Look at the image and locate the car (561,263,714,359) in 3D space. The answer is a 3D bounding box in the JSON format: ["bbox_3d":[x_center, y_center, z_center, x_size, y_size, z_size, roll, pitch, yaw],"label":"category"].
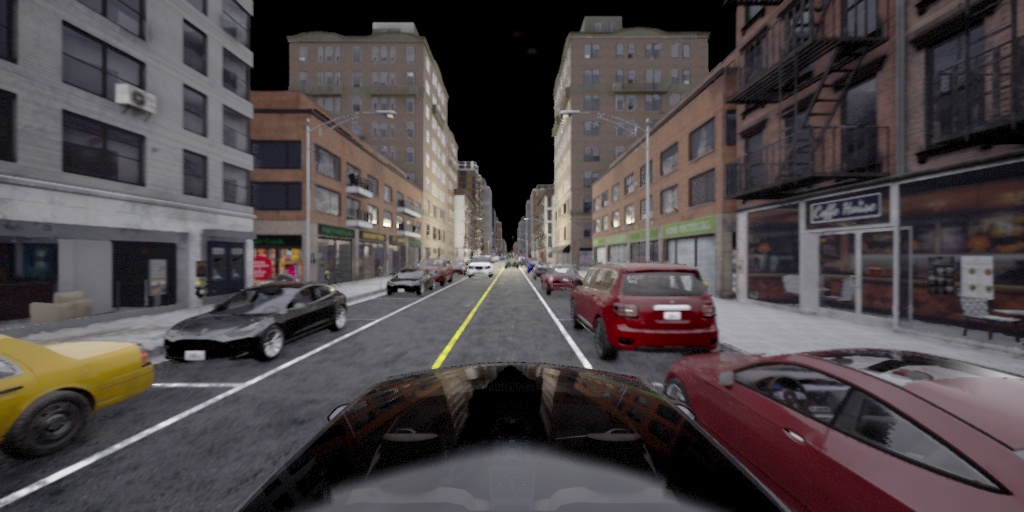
[{"bbox_3d":[2.635,1.063,8.284,2.192,1.841,5.009,0,0,0],"label":"car"}]

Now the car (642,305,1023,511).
[{"bbox_3d":[2.637,1.332,2.603,1.802,1.307,4.207,0,0,0],"label":"car"}]

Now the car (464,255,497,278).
[{"bbox_3d":[-2.857,0.957,33.814,2.150,2.045,5.566,0,0,0],"label":"car"}]

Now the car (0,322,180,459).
[{"bbox_3d":[-5.388,1.275,2.424,1.751,1.417,4.829,0,0,0],"label":"car"}]

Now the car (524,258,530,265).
[{"bbox_3d":[2.736,1.213,42.724,1.882,1.535,5.008,0,0,0],"label":"car"}]

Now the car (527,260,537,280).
[{"bbox_3d":[2.628,1.290,31.009,2.007,1.370,4.403,0,0,0],"label":"car"}]

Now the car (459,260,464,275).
[{"bbox_3d":[-5.399,1.176,36.685,1.967,1.591,4.097,0,0,0],"label":"car"}]

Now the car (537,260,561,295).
[{"bbox_3d":[2.631,1.183,19.647,1.967,1.591,4.097,0,0,0],"label":"car"}]

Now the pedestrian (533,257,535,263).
[{"bbox_3d":[2.735,1.027,45.729,0.375,1.860,0.375,0,0,-10],"label":"pedestrian"}]

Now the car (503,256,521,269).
[{"bbox_3d":[-0.010,1.078,57.052,2.097,1.767,4.553,0,0,0],"label":"car"}]

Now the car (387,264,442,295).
[{"bbox_3d":[-5.394,1.309,19.639,1.948,1.339,4.313,0,0,0],"label":"car"}]

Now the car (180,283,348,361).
[{"bbox_3d":[-5.390,1.313,8.276,1.948,1.339,4.313,0,0,0],"label":"car"}]

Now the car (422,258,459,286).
[{"bbox_3d":[-5.395,1.056,25.321,2.192,1.841,5.009,0,0,0],"label":"car"}]
